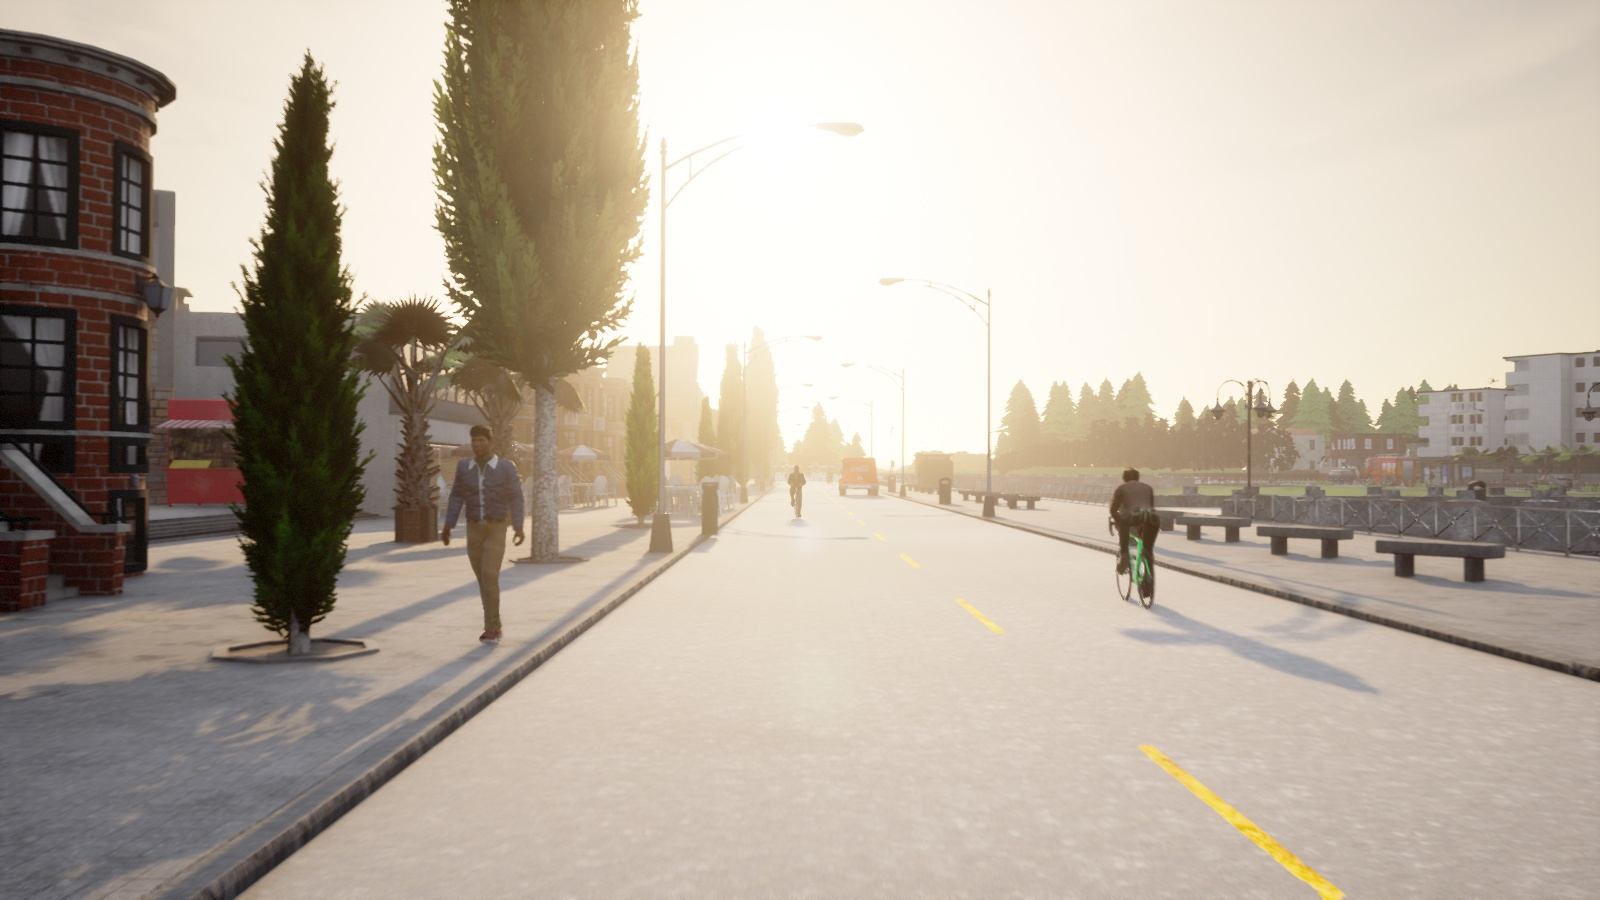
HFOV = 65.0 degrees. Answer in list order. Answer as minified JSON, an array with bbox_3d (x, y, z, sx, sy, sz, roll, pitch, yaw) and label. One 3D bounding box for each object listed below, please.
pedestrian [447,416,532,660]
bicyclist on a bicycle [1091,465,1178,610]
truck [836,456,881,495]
[{"bbox_3d":[-2.570,0.710,10.441,0.423,1.949,0.788,0,-1,8],"label":"pedestrian"},{"bbox_3d":[3.960,1.002,14.983,0.582,1.620,1.656,0,-1,0],"label":"bicyclist on a bicycle"},{"bbox_3d":[3.784,1.691,82.318,2.627,2.467,5.204,0,-1,0],"label":"truck"}]
